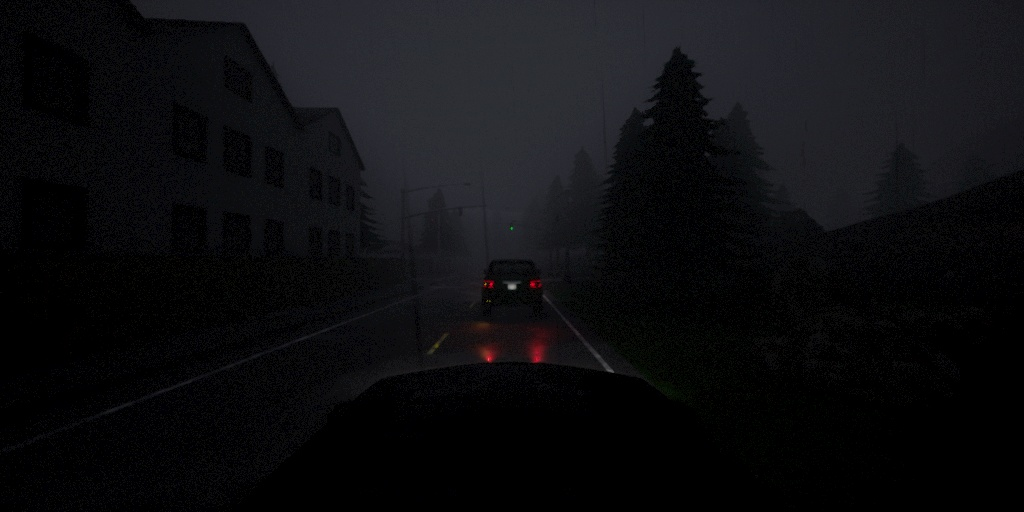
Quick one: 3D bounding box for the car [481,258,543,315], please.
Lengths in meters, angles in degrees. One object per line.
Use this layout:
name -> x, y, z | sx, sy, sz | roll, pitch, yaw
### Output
car -> 0.014, 1.112, 14.385 | 2.150, 2.045, 5.566 | 0, 0, 0
